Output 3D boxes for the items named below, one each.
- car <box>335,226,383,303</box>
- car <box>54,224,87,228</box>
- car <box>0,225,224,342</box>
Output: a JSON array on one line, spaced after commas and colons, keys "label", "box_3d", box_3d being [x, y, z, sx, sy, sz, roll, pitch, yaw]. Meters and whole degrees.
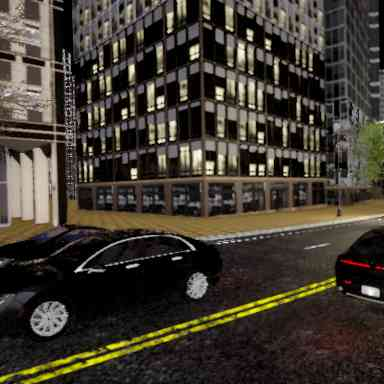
[{"label": "car", "box_3d": [5.039, 1.490, 7.362, 4.892, 1.490, 1.837, 0, 0, -38]}, {"label": "car", "box_3d": [-3.444, 1.614, 9.300, 4.181, 1.385, 1.994, 0, 0, -37]}, {"label": "car", "box_3d": [-1.546, 1.535, 6.660, 4.892, 1.490, 1.837, 0, 0, -37]}]
